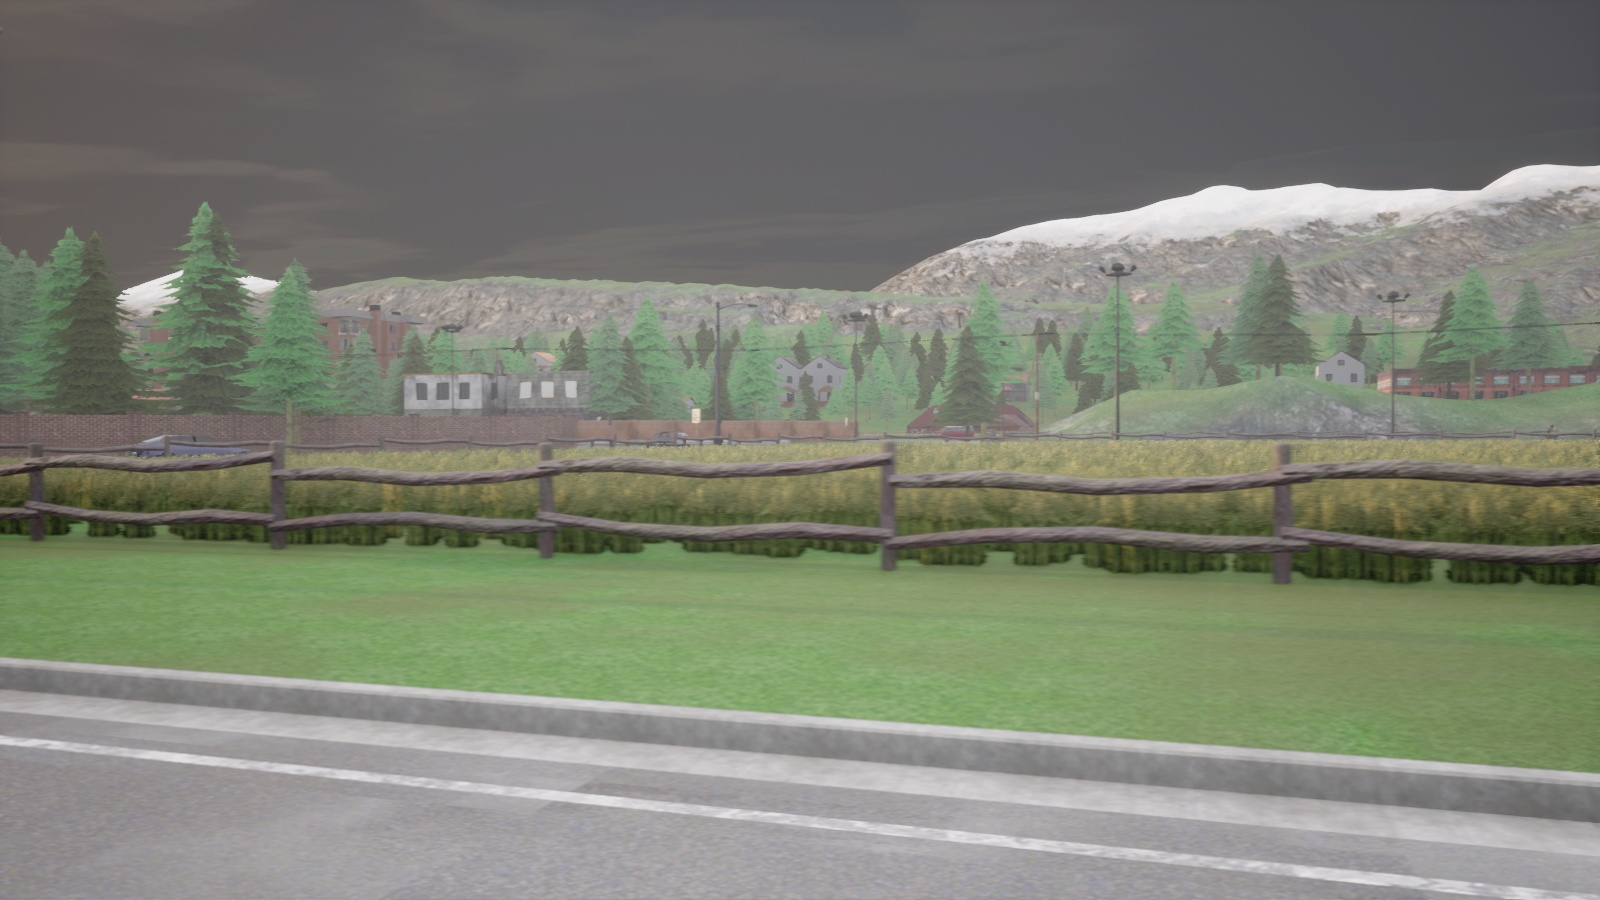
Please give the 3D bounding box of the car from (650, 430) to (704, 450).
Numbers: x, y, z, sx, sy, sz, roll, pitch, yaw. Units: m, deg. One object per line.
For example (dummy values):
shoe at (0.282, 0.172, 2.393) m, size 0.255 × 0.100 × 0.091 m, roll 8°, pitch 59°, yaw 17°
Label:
car at (-9.470, -0.778, 96.870) m, size 3.705 × 1.549 × 1.789 m, roll 0°, pitch 1°, yaw 18°

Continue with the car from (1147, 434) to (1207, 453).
car at (27.628, -0.478, 91.952) m, size 4.181 × 1.385 × 1.994 m, roll 1°, pitch 1°, yaw 18°

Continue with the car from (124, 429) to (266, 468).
car at (-24.799, -0.093, 51.576) m, size 2.163 × 1.488 × 4.792 m, roll 1°, pitch 1°, yaw 42°
